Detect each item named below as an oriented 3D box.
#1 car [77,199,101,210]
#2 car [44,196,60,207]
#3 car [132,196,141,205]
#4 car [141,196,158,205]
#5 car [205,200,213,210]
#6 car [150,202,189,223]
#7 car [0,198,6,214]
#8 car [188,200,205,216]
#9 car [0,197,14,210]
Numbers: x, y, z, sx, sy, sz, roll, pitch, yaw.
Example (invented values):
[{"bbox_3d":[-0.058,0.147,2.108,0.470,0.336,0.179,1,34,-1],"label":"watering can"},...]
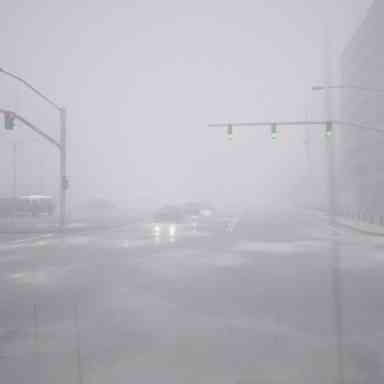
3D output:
[{"bbox_3d":[-17.196,1.953,54.818,1.970,1.475,3.806,0,-1,10],"label":"car"},{"bbox_3d":[-30.832,1.911,74.921,1.905,1.878,3.866,0,-1,10],"label":"car"},{"bbox_3d":[-11.500,1.878,71.552,1.905,1.878,3.866,0,-1,10],"label":"car"},{"bbox_3d":[-8.659,1.870,70.996,1.932,1.855,4.605,0,-1,10],"label":"car"},{"bbox_3d":[2.124,2.014,51.357,2.128,1.511,4.902,0,-1,10],"label":"car"},{"bbox_3d":[-1.828,1.862,28.540,1.994,1.385,4.181,0,-1,10],"label":"car"},{"bbox_3d":[-25.498,1.816,40.947,1.970,1.475,3.806,0,-1,10],"label":"car"},{"bbox_3d":[-0.076,1.903,38.674,1.837,1.490,4.892,0,0,10],"label":"car"},{"bbox_3d":[-33.853,1.738,57.664,1.932,1.855,4.605,0,-1,10],"label":"car"}]
